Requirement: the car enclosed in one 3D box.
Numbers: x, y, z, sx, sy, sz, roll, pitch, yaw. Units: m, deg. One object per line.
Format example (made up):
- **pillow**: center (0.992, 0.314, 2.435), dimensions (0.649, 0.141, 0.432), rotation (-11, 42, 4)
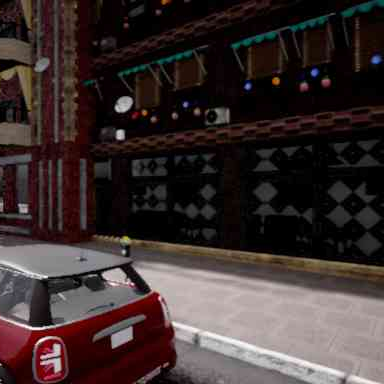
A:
- **car**: center (-2.254, 1.414, 4.339), dimensions (4.097, 1.590, 1.967), rotation (0, 0, 36)
